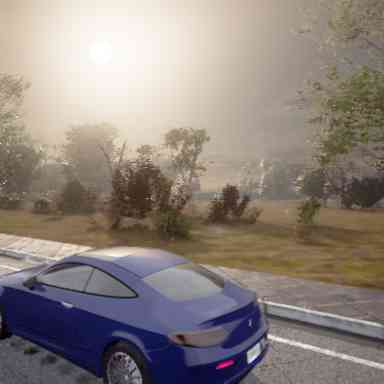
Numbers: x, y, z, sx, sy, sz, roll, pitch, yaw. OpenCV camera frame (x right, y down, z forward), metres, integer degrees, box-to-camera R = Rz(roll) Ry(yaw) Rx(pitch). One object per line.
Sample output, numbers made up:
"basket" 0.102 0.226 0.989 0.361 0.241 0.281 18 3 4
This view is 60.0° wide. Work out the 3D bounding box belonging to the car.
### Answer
"car" -1.216 1.526 4.861 4.674 1.442 1.812 0 0 36
